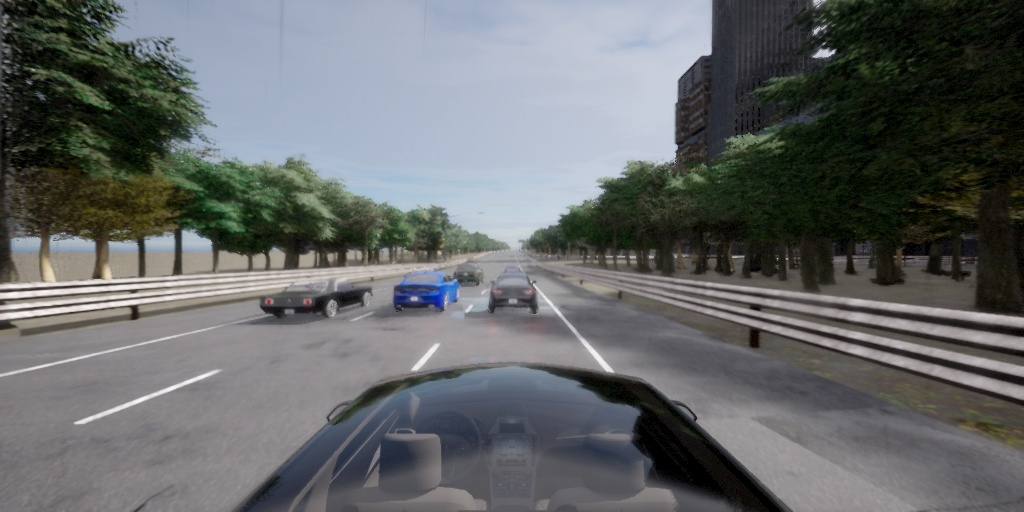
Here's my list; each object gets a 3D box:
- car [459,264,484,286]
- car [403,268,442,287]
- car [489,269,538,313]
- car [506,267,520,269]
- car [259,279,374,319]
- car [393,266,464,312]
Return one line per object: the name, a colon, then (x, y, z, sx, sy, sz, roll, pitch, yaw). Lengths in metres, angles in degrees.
car: (-3.451, 1.400, 28.967, 2.097, 1.767, 4.553, 0, -1, 0)
car: (-6.957, 1.645, 28.481, 1.895, 1.301, 4.718, 0, -1, 1)
car: (0.055, 1.430, 14.798, 1.812, 1.442, 4.674, 0, 0, 0)
car: (0.050, 1.618, 29.404, 1.994, 1.385, 4.181, 0, 0, 0)
car: (-6.957, 1.491, 13.483, 1.895, 1.301, 4.718, 0, -1, 1)
car: (-3.444, 1.386, 15.192, 1.882, 1.535, 5.008, 0, 0, 0)
